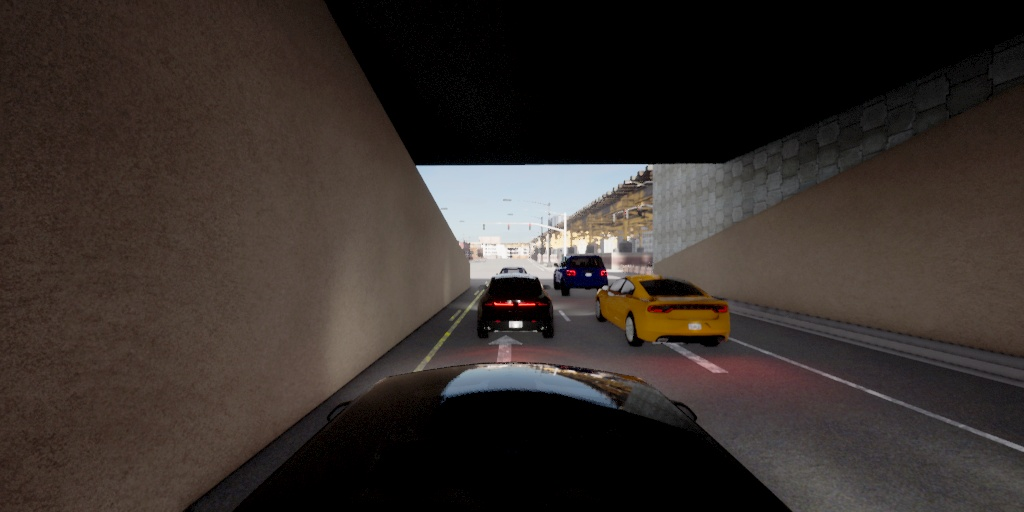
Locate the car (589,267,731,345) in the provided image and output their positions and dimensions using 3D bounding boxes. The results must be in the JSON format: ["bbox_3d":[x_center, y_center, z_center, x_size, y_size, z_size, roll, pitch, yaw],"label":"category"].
[{"bbox_3d":[3.578,1.224,9.478,1.882,1.535,5.008,0,0,0],"label":"car"}]

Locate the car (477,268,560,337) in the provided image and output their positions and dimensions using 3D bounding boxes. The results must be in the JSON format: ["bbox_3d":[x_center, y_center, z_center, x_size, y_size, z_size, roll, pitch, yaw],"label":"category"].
[{"bbox_3d":[0.081,1.251,10.279,1.837,1.490,4.892,0,0,0],"label":"car"}]

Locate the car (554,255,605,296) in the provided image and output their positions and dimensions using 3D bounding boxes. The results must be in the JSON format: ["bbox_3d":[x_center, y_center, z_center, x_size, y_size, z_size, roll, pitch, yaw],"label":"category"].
[{"bbox_3d":[3.578,0.964,19.447,2.150,2.045,5.566,0,0,0],"label":"car"}]
